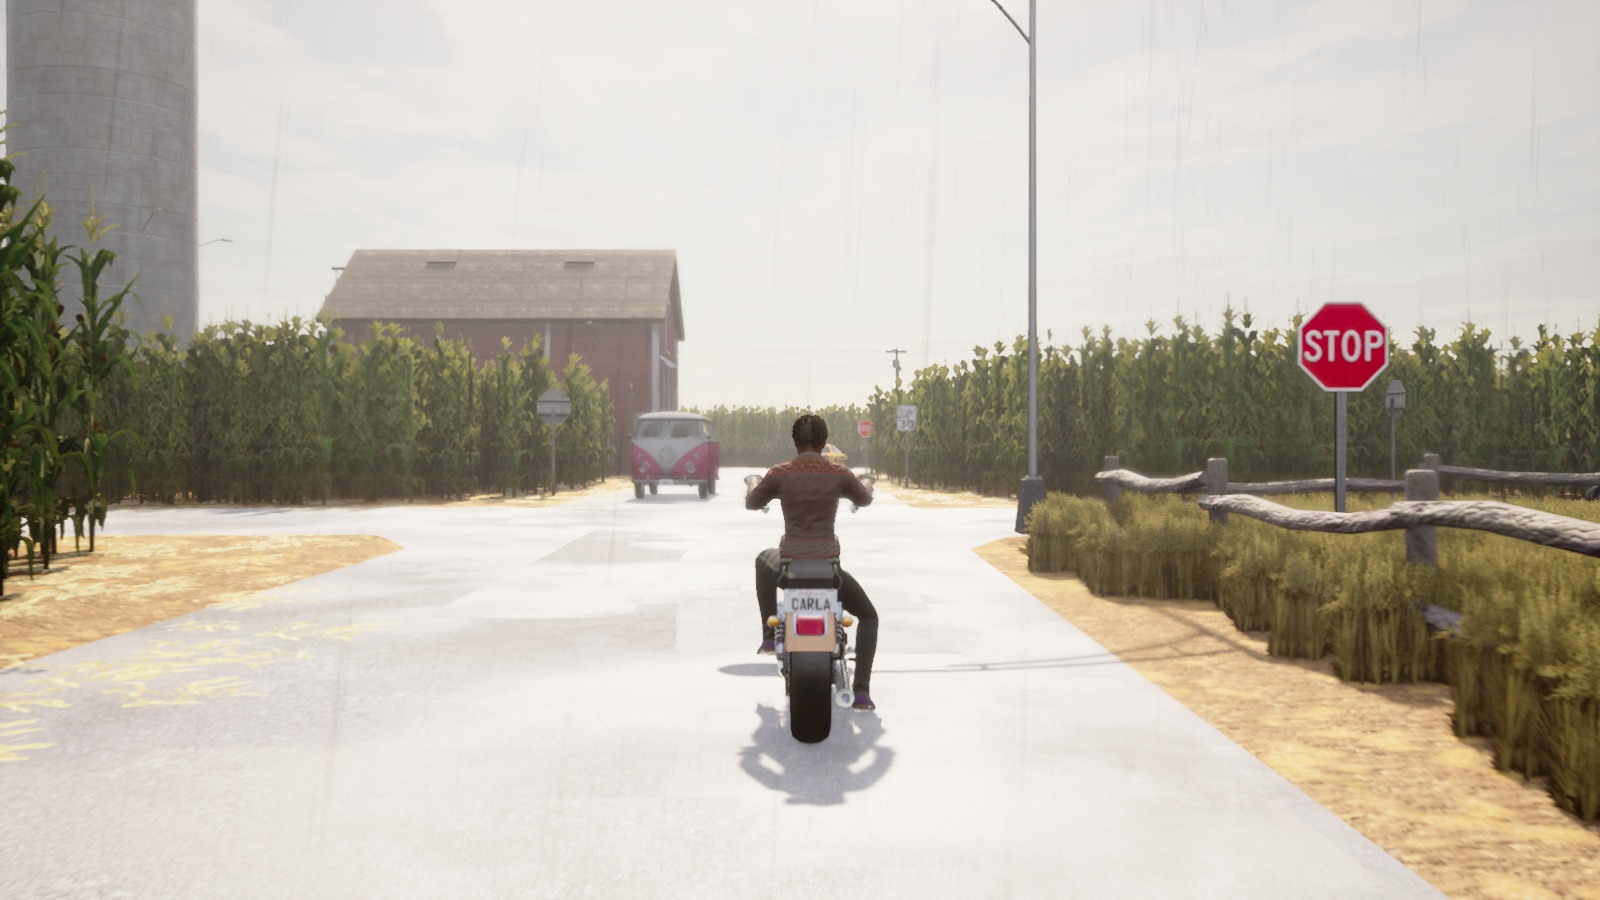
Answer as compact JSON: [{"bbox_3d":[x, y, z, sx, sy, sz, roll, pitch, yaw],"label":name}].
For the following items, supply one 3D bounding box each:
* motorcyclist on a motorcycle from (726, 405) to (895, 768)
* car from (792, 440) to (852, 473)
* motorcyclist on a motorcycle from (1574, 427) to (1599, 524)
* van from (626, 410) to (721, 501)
[{"bbox_3d":[0.054,0.610,6.881,0.766,1.649,2.350,0,1,0],"label":"motorcyclist on a motorcycle"},{"bbox_3d":[1.169,0.311,62.955,1.801,1.575,5.366,0,0,14],"label":"car"},{"bbox_3d":[14.873,0.440,21.809,2.350,1.649,0.766,0,0,1],"label":"motorcyclist on a motorcycle"},{"bbox_3d":[-2.917,0.110,29.698,1.775,1.987,4.442,0,0,0],"label":"van"}]
